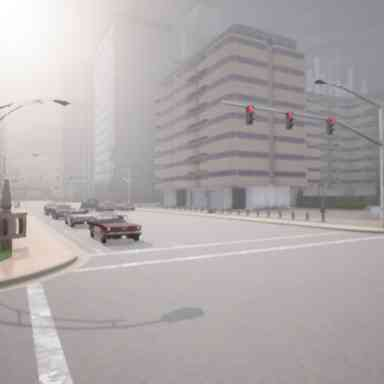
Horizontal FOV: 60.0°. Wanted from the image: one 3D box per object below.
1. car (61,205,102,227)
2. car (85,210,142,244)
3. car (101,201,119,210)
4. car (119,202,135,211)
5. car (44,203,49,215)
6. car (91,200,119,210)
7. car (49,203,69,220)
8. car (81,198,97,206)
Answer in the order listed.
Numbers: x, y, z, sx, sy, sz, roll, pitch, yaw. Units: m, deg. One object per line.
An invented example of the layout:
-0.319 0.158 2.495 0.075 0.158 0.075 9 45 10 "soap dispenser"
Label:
-8.872 2.004 26.457 1.895 1.301 4.718 0 -1 -28 "car"
-4.186 1.858 17.730 1.895 1.301 4.718 0 -1 -27 "car"
-14.562 2.328 59.141 1.882 1.535 5.008 0 -1 -29 "car"
-10.219 2.281 51.264 1.994 1.385 4.181 0 -1 -28 "car"
-18.366 2.177 44.026 1.882 1.535 5.008 0 0 -28 "car"
-12.723 2.252 48.515 2.033 1.411 5.357 0 -1 -28 "car"
-13.612 2.055 35.196 1.837 1.490 4.892 0 -1 -29 "car"
-17.655 2.078 57.500 2.150 2.045 5.566 0 -1 -29 "car"
